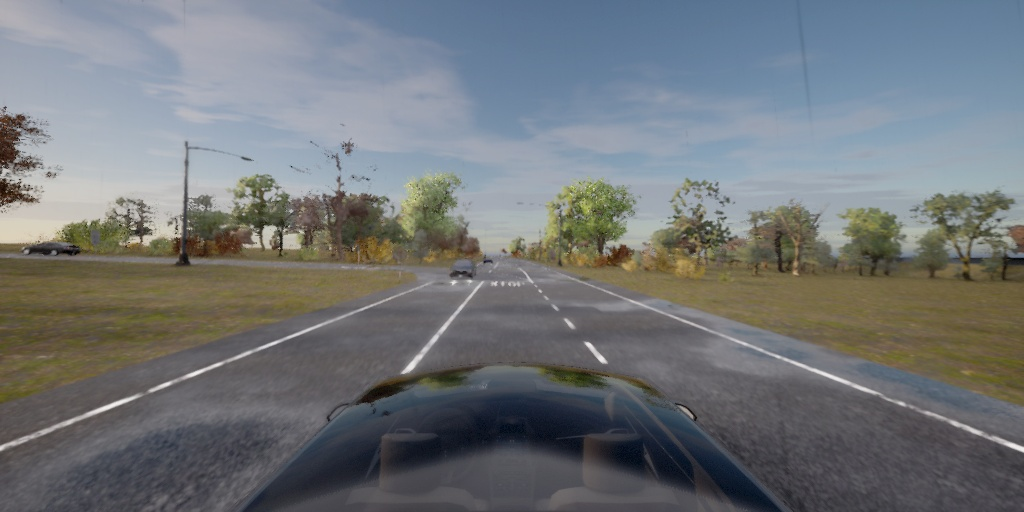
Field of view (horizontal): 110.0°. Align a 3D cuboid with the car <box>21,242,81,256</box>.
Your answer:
[{"bbox_3d":[-49.829,-0.771,38.814,4.892,1.490,1.837,2,0,-1],"label":"car"}]

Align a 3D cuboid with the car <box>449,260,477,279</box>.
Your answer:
[{"bbox_3d":[-3.851,1.016,29.243,2.033,1.411,5.357,1,2,-1],"label":"car"}]
